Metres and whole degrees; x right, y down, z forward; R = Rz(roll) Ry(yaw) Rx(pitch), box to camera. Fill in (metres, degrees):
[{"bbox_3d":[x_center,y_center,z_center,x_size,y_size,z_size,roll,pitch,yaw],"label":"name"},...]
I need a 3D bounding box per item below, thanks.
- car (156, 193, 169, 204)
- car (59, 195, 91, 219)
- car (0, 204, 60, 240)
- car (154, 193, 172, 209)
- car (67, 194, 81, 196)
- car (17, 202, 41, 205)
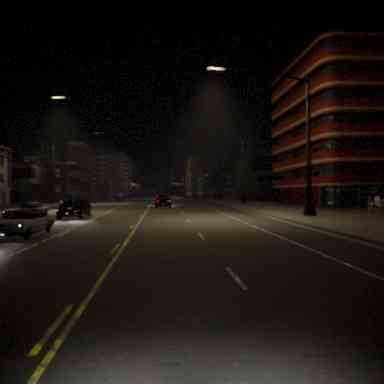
[{"bbox_3d":[-4.322,0.930,48.810,1.882,1.535,5.008,-1,1,-5],"label":"car"},{"bbox_3d":[-9.473,1.320,27.019,1.837,1.490,4.892,-1,1,-5],"label":"car"},{"bbox_3d":[-8.567,1.553,16.902,1.895,1.301,4.718,-1,1,-5],"label":"car"},{"bbox_3d":[-3.332,1.095,38.430,1.812,1.442,4.674,-1,1,-5],"label":"car"},{"bbox_3d":[-14.026,1.045,39.189,2.097,1.767,4.553,-1,1,-5],"label":"car"},{"bbox_3d":[-12.905,1.473,26.121,1.895,1.301,4.718,-1,1,-5],"label":"car"}]
